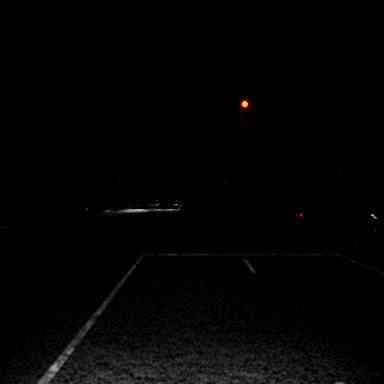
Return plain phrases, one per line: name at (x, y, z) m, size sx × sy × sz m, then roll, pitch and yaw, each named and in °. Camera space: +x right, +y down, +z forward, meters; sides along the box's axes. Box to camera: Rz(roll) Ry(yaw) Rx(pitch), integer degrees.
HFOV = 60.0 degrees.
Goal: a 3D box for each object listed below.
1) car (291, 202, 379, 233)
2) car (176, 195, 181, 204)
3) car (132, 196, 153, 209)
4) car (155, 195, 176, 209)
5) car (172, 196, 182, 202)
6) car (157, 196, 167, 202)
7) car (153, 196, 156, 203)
car at (8.196, 1.357, 19.233) m, size 4.553 × 1.767 × 2.097 m, roll 0°, pitch 0°, yaw 3°
car at (-3.549, 1.372, 62.117) m, size 2.097 × 1.767 × 4.553 m, roll 0°, pitch 0°, yaw 0°
car at (-7.088, 1.506, 45.930) m, size 2.128 × 1.511 × 4.902 m, roll 0°, pitch 0°, yaw 0°
car at (-3.589, 1.519, 45.953) m, size 1.837 × 1.490 × 4.892 m, roll 0°, pitch 0°, yaw 0°
car at (-3.483, 1.565, 77.144) m, size 1.994 × 1.385 × 4.181 m, roll 0°, pitch 0°, yaw 0°
car at (-6.982, 1.606, 77.478) m, size 1.895 × 1.301 × 4.718 m, roll 0°, pitch 0°, yaw 0°
car at (-7.046, 1.498, 62.445) m, size 1.882 × 1.535 × 5.008 m, roll 0°, pitch 0°, yaw 0°
